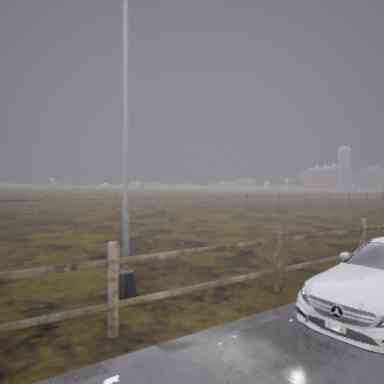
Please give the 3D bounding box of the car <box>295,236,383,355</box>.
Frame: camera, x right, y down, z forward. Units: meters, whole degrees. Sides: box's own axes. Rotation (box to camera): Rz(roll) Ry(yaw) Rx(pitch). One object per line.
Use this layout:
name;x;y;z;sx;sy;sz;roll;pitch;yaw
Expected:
car;3.806;1.518;5.783;4.674;1.442;1.812;0;0;-35
